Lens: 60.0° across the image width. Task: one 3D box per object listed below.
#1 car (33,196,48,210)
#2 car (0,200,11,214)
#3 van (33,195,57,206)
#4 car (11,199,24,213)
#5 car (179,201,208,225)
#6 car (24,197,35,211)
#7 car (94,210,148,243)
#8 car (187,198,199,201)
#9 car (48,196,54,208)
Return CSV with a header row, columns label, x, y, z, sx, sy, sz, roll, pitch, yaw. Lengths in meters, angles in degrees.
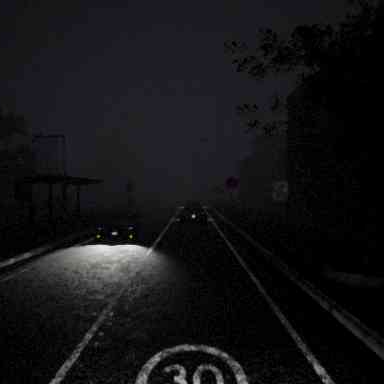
label,x,y,z,sx,sy,sz,roll,pitch,yaw
car,-21.925,1.612,42.722,5.366,1.575,1.946,0,0,0
car,-22.107,1.589,34.397,5.008,1.535,2.097,0,0,0
van,-22.000,1.409,48.273,4.442,1.987,1.878,0,0,0
car,-22.098,1.599,37.172,4.892,1.521,2.231,0,0,0
car,0.103,1.625,24.548,1.994,1.385,4.181,0,0,0
car,-22.136,1.636,39.947,4.792,1.488,2.163,0,0,0
car,-3.347,1.615,16.389,1.994,1.385,4.181,0,0,0
car,0.105,1.503,41.689,1.812,1.442,4.674,0,0,0
car,-22.144,1.655,45.498,4.792,1.488,2.163,0,0,0
